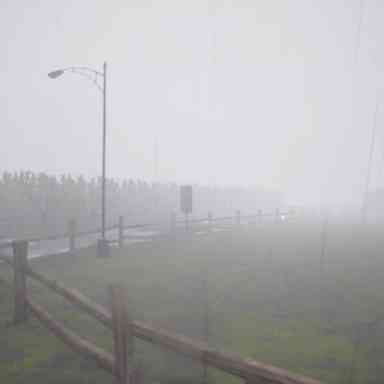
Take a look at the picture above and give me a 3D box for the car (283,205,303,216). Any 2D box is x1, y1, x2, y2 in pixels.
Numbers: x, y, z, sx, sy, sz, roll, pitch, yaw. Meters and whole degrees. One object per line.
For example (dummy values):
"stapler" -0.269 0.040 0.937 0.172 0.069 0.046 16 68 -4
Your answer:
"car" 15.093 2.652 49.241 1.882 1.535 5.008 -1 -2 36
